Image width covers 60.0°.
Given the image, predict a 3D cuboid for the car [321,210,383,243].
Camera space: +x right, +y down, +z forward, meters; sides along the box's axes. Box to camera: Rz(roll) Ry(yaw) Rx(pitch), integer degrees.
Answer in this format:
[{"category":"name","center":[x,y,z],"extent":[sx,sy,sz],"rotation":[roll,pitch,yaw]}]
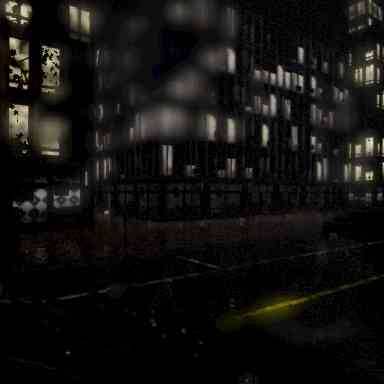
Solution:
[{"category":"car","center":[8.141,1.563,16.226],"extent":[4.313,1.339,1.947],"rotation":[0,0,-35]}]

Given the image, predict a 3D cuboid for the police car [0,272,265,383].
[{"category":"police car","center":[-1.616,1.425,2.281],"extent":[5.238,1.638,1.930],"rotation":[0,0,-35]}]
